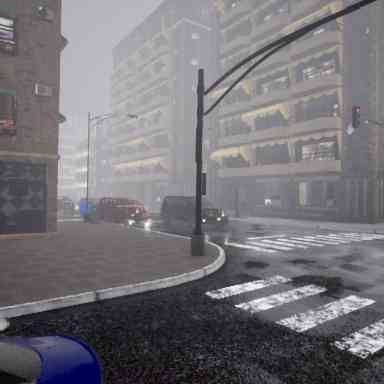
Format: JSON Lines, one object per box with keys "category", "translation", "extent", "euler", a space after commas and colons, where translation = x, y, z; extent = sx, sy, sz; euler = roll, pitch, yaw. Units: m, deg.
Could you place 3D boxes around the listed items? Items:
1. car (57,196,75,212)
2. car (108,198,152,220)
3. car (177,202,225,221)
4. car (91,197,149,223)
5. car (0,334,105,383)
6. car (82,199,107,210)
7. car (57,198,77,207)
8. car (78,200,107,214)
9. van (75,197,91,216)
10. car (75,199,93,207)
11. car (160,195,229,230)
{"category": "car", "translation": [-15.310, 1.368, 39.044], "extent": [2.192, 1.841, 5.009], "euler": [1, -1, -35]}
{"category": "car", "translation": [-5.596, 1.410, 29.647], "extent": [2.097, 1.767, 4.553], "euler": [1, -1, -35]}
{"category": "car", "translation": [0.703, 1.685, 30.116], "extent": [1.752, 1.417, 4.829], "euler": [1, -1, -35]}
{"category": "car", "translation": [-5.615, 1.309, 25.412], "extent": [2.192, 1.841, 5.009], "euler": [1, -1, -35]}
{"category": "car", "translation": [-2.563, 1.525, 1.241], "extent": [4.674, 1.442, 1.812], "euler": [0, 0, -36]}
{"category": "car", "translation": [-13.542, 1.710, 45.900], "extent": [1.812, 1.442, 4.674], "euler": [1, -1, -36]}
{"category": "car", "translation": [-21.550, 1.787, 57.161], "extent": [2.033, 1.411, 5.357], "euler": [1, -1, -35]}
{"category": "car", "translation": [-11.332, 1.657, 37.731], "extent": [1.994, 1.385, 4.181], "euler": [1, -1, -35]}
{"category": "van", "translation": [-8.848, 1.354, 29.956], "extent": [1.690, 1.788, 3.998], "euler": [1, -1, -35]}
{"category": "car", "translation": [-18.587, 1.866, 57.239], "extent": [1.802, 1.307, 4.206], "euler": [1, -1, -35]}
{"category": "car", "translation": [-0.023, 1.249, 21.802], "extent": [2.150, 2.045, 5.566], "euler": [1, -1, -36]}
